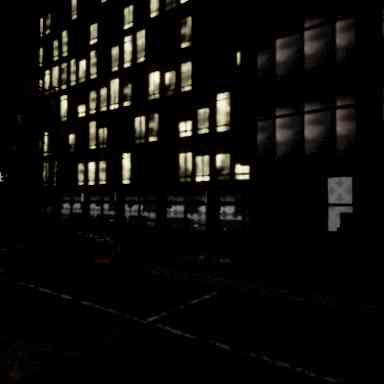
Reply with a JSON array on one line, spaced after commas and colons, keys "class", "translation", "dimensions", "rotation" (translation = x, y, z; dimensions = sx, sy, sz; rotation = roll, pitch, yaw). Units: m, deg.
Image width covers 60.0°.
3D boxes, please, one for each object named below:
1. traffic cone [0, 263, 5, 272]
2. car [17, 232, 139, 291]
[{"class": "traffic cone", "translation": [-6.019, 2.171, 10.286], "dimensions": [0.340, 0.580, 0.340], "rotation": [-1, -2, 37]}, {"class": "car", "translation": [-3.328, 1.795, 9.491], "dimensions": [4.206, 1.307, 1.802], "rotation": [-1, -2, 37]}]
